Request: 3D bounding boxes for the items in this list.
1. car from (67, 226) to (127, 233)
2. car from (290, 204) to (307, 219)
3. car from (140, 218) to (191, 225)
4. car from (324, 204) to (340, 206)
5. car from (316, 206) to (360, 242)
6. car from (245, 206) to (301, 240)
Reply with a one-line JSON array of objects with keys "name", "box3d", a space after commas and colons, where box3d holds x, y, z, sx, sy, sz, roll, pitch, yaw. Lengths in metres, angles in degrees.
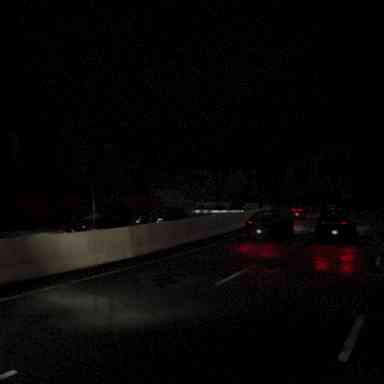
[{"name": "car", "box3d": [-6.038, 2.056, 21.883, 1.812, 1.442, 4.674, -1, -1, 28]}, {"name": "car", "box3d": [11.389, 2.065, 36.100, 1.837, 1.490, 4.892, -1, -1, 17]}, {"name": "car", "box3d": [-1.842, 1.833, 22.441, 2.097, 1.767, 4.553, -1, -1, 26]}, {"name": "car", "box3d": [14.769, 1.970, 35.181, 1.882, 1.535, 5.008, -1, -1, 17]}, {"name": "car", "box3d": [7.949, 1.744, 18.120, 2.128, 1.511, 4.902, -1, -1, 27]}, {"name": "car", "box3d": [4.538, 1.813, 19.078, 2.128, 1.511, 4.902, -1, -1, 28]}]
